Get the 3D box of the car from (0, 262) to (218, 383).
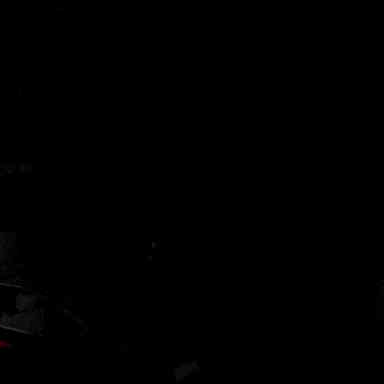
[{"bbox_3d":[-1.727,1.566,4.052,4.313,1.339,1.947,0,0,36],"label":"car"}]
